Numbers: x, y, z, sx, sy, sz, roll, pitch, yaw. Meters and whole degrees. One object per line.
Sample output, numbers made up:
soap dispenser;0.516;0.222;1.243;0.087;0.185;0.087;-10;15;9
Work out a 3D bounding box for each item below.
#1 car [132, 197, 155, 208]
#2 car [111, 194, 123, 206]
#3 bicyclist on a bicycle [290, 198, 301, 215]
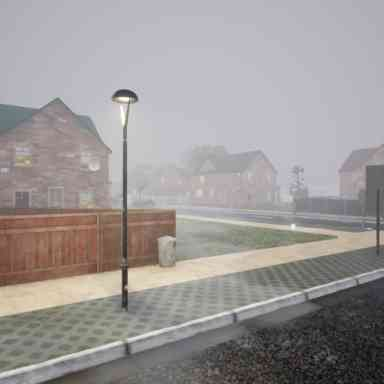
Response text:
car;-7.340;1.527;49.859;2.128;1.511;4.902;1;-1;-36
car;-13.231;1.290;57.945;2.150;2.045;5.566;1;-1;-36
bicyclist on a bicycle;9.712;1.351;31.255;1.656;1.620;0.582;0;0;-36
